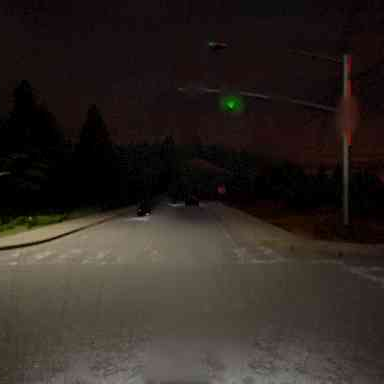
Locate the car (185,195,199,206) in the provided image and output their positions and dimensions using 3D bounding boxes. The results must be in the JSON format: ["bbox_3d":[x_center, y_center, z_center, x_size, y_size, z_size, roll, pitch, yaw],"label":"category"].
[{"bbox_3d":[0.034,1.227,48.083,1.882,1.535,5.008,0,0,0],"label":"car"}]

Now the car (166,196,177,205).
[{"bbox_3d":[-3.508,1.286,53.235,1.994,1.385,4.181,0,0,0],"label":"car"}]

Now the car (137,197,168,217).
[{"bbox_3d":[-3.593,1.395,29.563,2.033,1.411,5.357,0,0,0],"label":"car"}]
